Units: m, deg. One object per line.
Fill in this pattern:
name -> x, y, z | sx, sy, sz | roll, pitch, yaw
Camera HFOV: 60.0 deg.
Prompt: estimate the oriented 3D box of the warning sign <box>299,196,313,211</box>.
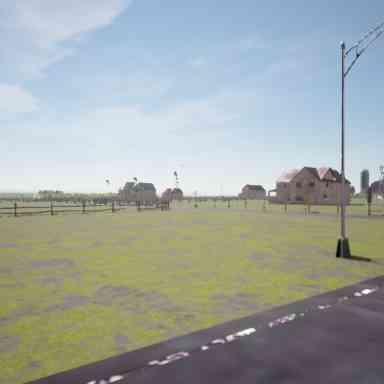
warning sign -> 14.188, 1.468, 41.370 | 1.300, 1.860, 1.060 | 2, -1, -36
